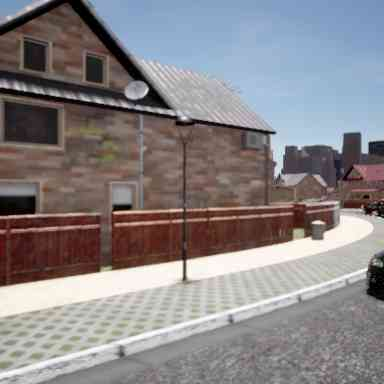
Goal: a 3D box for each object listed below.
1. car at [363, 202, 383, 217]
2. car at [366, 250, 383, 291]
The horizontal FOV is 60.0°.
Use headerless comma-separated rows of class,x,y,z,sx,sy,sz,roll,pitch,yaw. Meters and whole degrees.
car,19.561,1.843,34.673,1.837,1.490,4.892,1,-1,6
car,5.808,1.590,7.897,4.181,1.385,1.994,1,0,-43
